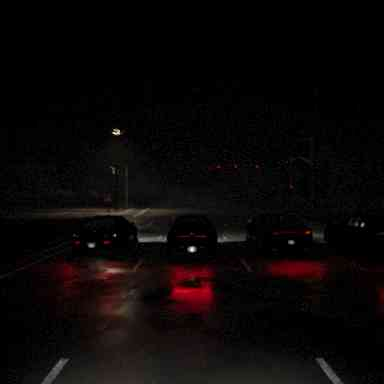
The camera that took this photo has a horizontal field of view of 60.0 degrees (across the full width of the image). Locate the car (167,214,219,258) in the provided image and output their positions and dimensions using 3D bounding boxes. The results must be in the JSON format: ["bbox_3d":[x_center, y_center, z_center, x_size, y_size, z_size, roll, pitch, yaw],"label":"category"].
[{"bbox_3d":[0.024,1.658,13.488,1.837,1.490,4.892,0,0,1],"label":"car"}]

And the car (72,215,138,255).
[{"bbox_3d":[-3.473,1.681,13.859,1.812,1.442,4.674,0,0,0],"label":"car"}]

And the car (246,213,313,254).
[{"bbox_3d":[3.530,1.637,14.219,1.882,1.535,5.008,0,0,0],"label":"car"}]

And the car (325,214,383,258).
[{"bbox_3d":[7.023,1.644,13.471,2.128,1.511,4.902,0,0,0],"label":"car"}]
